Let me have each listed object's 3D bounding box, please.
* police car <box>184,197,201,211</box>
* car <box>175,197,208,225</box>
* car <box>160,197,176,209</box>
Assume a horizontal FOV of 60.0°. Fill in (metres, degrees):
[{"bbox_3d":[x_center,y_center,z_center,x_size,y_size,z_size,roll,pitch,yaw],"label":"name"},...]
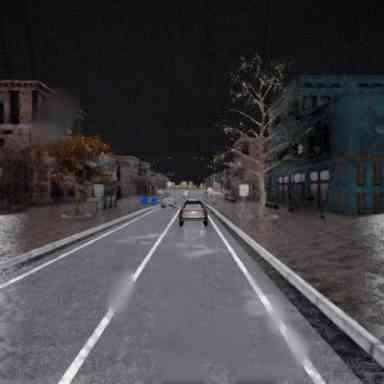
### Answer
[{"bbox_3d":[0.096,1.455,41.746,2.038,1.542,4.974,0,0,0],"label":"police car"},{"bbox_3d":[0.098,1.396,23.785,2.033,1.649,4.856,0,0,0],"label":"car"},{"bbox_3d":[-3.084,1.477,44.310,1.837,1.490,4.892,0,-1,0],"label":"car"}]
